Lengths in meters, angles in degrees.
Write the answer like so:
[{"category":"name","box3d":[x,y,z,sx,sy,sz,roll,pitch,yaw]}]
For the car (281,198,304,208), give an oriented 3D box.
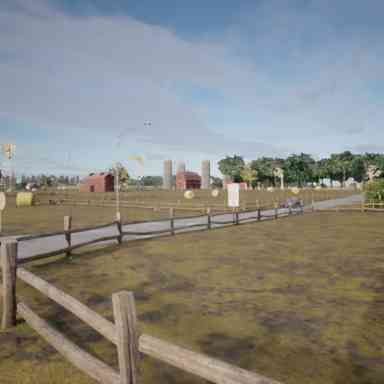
[{"category":"car","box3d":[14.902,1.626,49.233,2.033,1.411,5.357,-1,0,36]}]
